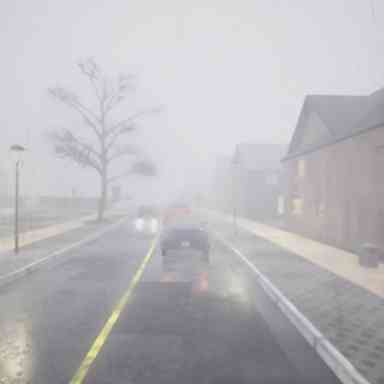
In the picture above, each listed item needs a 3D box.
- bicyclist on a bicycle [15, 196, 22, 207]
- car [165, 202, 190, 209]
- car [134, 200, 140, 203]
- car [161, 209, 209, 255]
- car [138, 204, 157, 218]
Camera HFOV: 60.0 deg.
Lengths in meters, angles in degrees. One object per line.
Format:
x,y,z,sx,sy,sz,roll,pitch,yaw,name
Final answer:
-24.622,1.360,47.199,0.582,1.620,1.656,1,-1,4,bicyclist on a bicycle
-1.235,1.656,28.549,2.097,1.767,4.553,0,-1,-5,car
-14.701,2.464,89.720,1.994,1.385,4.181,0,-1,-15,car
-0.311,1.676,13.984,1.812,1.442,4.674,0,0,-2,car
-4.596,1.967,34.659,1.895,1.301,4.718,0,-1,-5,car
